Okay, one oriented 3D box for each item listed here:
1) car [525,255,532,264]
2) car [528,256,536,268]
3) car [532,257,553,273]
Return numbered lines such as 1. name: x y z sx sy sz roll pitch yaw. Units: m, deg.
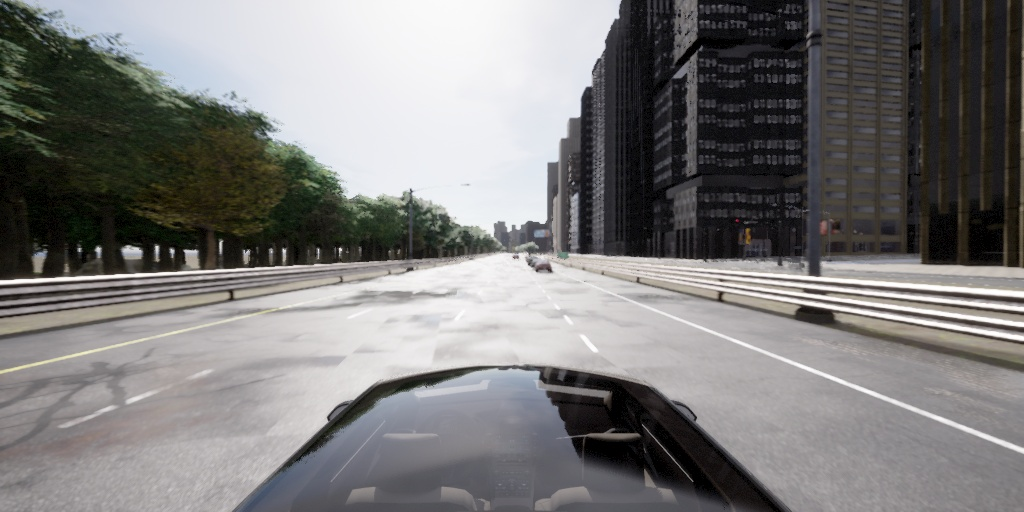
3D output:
1. car: 3.859 0.863 63.947 2.097 1.767 4.553 0 0 1
2. car: 3.736 1.096 53.009 1.812 1.442 4.674 0 0 1
3. car: 3.639 1.152 42.038 1.812 1.442 4.674 0 0 0
